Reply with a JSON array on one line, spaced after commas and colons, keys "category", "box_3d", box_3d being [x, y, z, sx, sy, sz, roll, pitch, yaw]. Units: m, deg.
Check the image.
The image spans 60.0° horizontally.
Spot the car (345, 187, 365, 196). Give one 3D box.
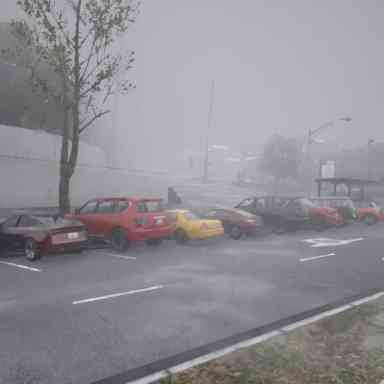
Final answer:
[{"category": "car", "box_3d": [26.258, 0.136, 52.955, 2.002, 1.452, 4.674, 7, 3, 35]}]

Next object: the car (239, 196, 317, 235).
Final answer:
[{"category": "car", "box_3d": [3.924, 1.262, 19.326, 5.566, 2.045, 2.435, -1, -1, 35]}]

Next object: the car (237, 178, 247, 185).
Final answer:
[{"category": "car", "box_3d": [12.452, -2.044, 72.691, 2.002, 1.452, 4.674, 7, 4, 35]}]

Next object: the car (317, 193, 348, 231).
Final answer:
[{"category": "car", "box_3d": [6.436, 1.266, 21.032, 5.566, 2.045, 2.435, -1, -1, 35]}]

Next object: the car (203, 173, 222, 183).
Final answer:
[{"category": "car", "box_3d": [5.600, -3.177, 82.660, 1.946, 1.575, 5.366, 7, 3, 34]}]

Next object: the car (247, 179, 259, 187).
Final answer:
[{"category": "car", "box_3d": [14.285, -1.813, 70.372, 1.946, 1.575, 5.366, 7, 3, 35]}]

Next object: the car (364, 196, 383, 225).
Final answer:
[{"category": "car", "box_3d": [11.382, 1.402, 24.455, 4.553, 1.767, 2.185, -1, -1, 35]}]

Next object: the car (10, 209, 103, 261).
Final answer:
[{"category": "car", "box_3d": [-5.871, 1.523, 12.363, 4.792, 1.488, 2.163, -1, -1, 35]}]

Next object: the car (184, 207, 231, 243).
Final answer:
[{"category": "car", "box_3d": [-1.108, 1.502, 15.938, 5.366, 1.575, 1.946, -1, -1, 35]}]

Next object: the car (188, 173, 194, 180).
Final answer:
[{"category": "car", "box_3d": [1.952, -3.851, 87.384, 2.185, 1.767, 4.553, 6, 3, 34]}]

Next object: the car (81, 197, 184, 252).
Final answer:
[{"category": "car", "box_3d": [-3.427, 1.247, 14.109, 5.566, 2.045, 2.435, -1, -1, 34]}]

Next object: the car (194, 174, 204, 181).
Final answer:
[{"category": "car", "box_3d": [3.747, -3.699, 84.919, 2.435, 2.045, 5.566, 7, 3, 34]}]

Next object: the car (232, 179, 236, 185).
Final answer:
[{"category": "car", "box_3d": [10.709, -2.318, 75.153, 2.002, 1.452, 4.674, 7, 3, 35]}]

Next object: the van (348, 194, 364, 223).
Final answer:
[{"category": "van", "box_3d": [8.974, 1.296, 22.703, 4.442, 1.987, 1.878, -1, -1, 35]}]

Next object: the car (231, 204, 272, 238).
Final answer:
[{"category": "car", "box_3d": [1.497, 1.548, 17.567, 4.674, 1.452, 2.002, -1, -1, 35]}]

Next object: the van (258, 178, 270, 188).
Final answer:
[{"category": "van", "box_3d": [15.861, -1.765, 67.642, 1.878, 1.987, 4.442, 7, 4, 35]}]

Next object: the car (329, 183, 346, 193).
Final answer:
[{"category": "car", "box_3d": [24.566, -0.427, 55.427, 2.435, 2.045, 5.566, 7, 3, 35]}]

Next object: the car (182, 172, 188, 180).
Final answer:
[{"category": "car", "box_3d": [0.221, -4.086, 89.853, 2.185, 1.767, 4.553, 4, 1, 33]}]

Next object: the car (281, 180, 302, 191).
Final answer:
[{"category": "car", "box_3d": [19.352, -0.993, 62.810, 2.231, 1.521, 4.892, 7, 3, 35]}]

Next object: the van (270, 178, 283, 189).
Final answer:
[{"category": "van", "box_3d": [17.591, -1.491, 65.171, 1.878, 1.987, 4.442, 7, 4, 35]}]

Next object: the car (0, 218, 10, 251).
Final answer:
[{"category": "car", "box_3d": [-8.290, 1.492, 10.615, 4.892, 1.521, 2.231, -1, -1, 34]}]

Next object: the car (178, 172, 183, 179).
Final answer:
[{"category": "car", "box_3d": [-1.552, -4.363, 92.200, 2.435, 2.045, 5.566, 1, -1, 34]}]
